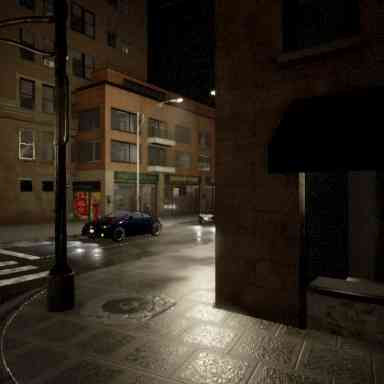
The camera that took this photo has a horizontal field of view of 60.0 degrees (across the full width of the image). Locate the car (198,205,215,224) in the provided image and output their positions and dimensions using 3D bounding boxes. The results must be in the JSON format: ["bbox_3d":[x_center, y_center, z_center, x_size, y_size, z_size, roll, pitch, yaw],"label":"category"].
[{"bbox_3d":[2.309,1.581,24.737,1.812,1.442,4.674,0,0,35],"label":"car"}]

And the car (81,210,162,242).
[{"bbox_3d":[-3.400,1.595,16.726,1.994,1.385,4.181,0,0,35],"label":"car"}]
